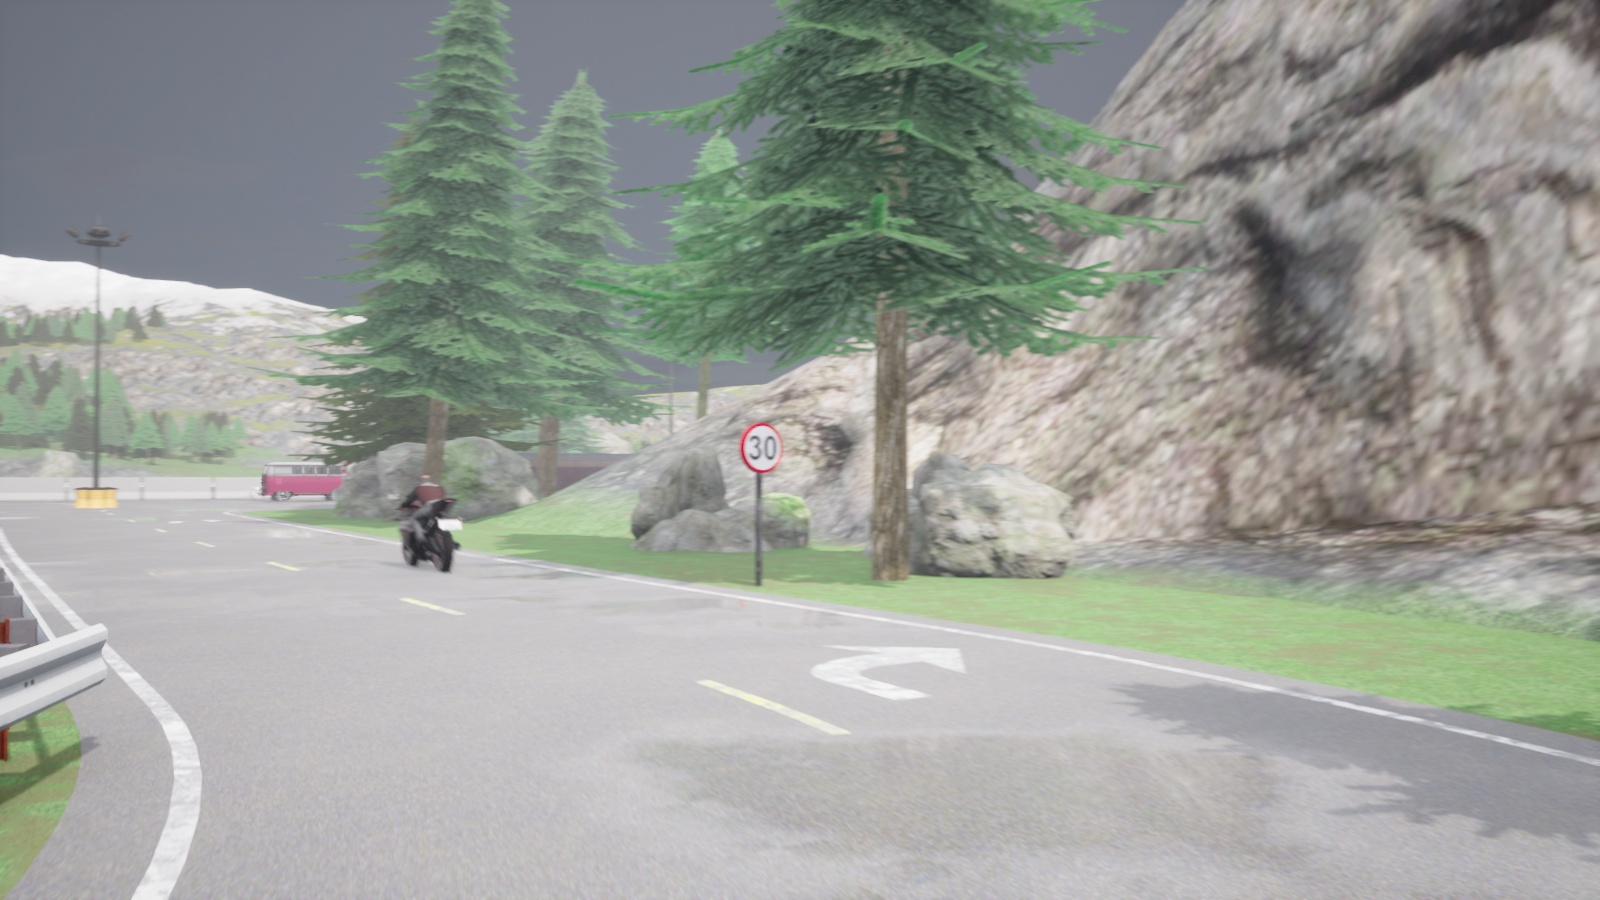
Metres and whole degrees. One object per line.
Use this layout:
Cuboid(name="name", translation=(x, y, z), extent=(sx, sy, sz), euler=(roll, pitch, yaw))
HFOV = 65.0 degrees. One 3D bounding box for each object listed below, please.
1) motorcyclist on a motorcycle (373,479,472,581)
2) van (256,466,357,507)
Cuboid(name="motorcyclist on a motorcycle", translation=(-6.065, 1.227, 20.076), extent=(0.866, 1.530, 2.191), euler=(0, -1, -35))
Cuboid(name="van", translation=(-24.669, 1.789, 62.778), extent=(4.442, 1.987, 1.775), euler=(0, -1, -32))
